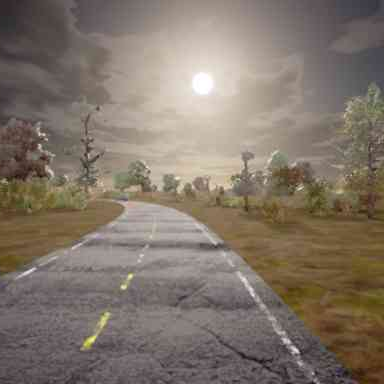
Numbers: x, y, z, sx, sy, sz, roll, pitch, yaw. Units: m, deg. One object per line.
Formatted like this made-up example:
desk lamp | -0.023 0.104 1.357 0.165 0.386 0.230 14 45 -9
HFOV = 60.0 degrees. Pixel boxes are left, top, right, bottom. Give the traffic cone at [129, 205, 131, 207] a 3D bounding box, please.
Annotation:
traffic cone | -8.351 2.176 45.570 0.340 0.580 0.340 0 0 -10
